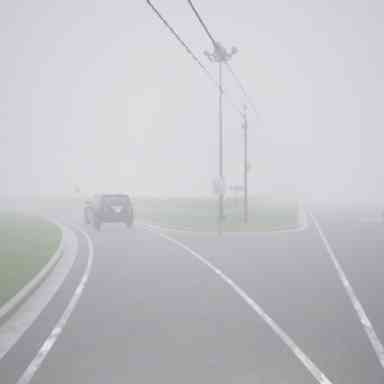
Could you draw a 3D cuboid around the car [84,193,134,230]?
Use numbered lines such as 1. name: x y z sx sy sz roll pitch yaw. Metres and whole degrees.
1. car: -5.284 1.106 20.771 2.150 2.045 5.566 0 0 -26
